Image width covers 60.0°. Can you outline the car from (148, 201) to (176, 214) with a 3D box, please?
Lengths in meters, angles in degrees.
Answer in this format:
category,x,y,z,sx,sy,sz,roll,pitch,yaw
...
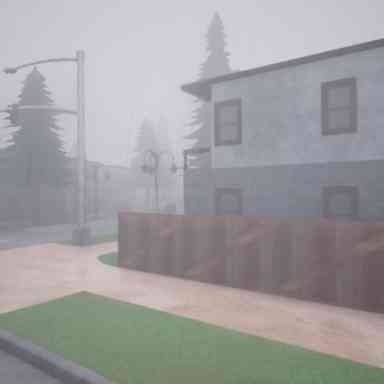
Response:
category,x,y,z,sx,sy,sz,roll,pitch,yaw
car,-3.088,1.696,35.367,1.812,1.442,4.674,0,0,17
